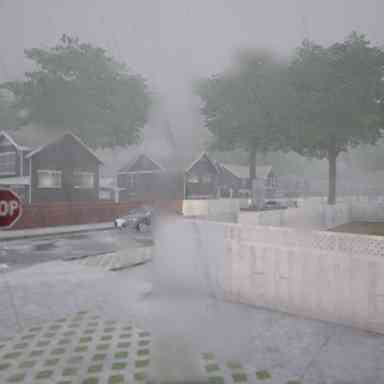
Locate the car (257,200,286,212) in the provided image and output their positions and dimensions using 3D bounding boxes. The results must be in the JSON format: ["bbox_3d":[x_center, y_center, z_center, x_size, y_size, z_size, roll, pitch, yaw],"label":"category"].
[{"bbox_3d":[8.892,1.713,36.748,1.837,1.490,4.892,0,0,36],"label":"car"}]

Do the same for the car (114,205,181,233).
[{"bbox_3d":[-2.641,1.576,20.728,2.128,1.511,4.902,0,0,36],"label":"car"}]
